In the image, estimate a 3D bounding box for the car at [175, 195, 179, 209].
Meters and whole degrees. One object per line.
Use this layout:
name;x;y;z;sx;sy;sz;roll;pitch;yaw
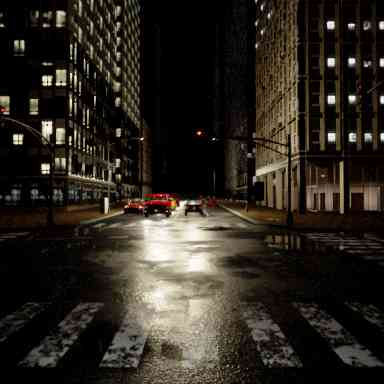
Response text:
car;-3.056;1.493;41.514;1.882;1.535;5.008;0;0;0

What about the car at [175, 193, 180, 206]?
car;-3.038;1.241;52.012;2.150;2.045;5.566;0;0;0

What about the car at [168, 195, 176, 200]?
car;-5.579;1.605;95.083;1.947;1.339;4.313;1;0;0

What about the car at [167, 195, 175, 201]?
car;-5.585;1.587;89.508;2.008;1.369;4.403;1;0;0

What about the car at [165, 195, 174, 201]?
car;-5.590;1.578;83.933;1.887;1.381;4.507;1;0;0

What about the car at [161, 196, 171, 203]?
car;-5.602;1.573;72.782;1.887;1.381;4.507;1;0;0

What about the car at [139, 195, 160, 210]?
car;-5.626;1.332;44.907;2.192;1.841;5.009;1;0;0

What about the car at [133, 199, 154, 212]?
car;-5.637;1.597;39.332;1.802;1.307;4.206;1;0;0

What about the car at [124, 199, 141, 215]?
car;-5.640;1.453;33.756;1.967;1.590;4.097;1;0;0

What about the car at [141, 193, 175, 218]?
car;-3.062;1.233;31.086;2.150;2.045;5.566;0;0;0

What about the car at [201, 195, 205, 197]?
car;2.762;1.547;56.286;1.752;1.417;4.829;1;0;0

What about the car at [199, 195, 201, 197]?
car;2.767;1.590;61.693;1.947;1.339;4.313;1;0;0

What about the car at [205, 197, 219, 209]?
car;2.749;1.599;44.960;1.802;1.307;4.206;1;0;0

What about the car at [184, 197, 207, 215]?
car;0.169;1.560;34.254;2.033;1.411;5.357;0;0;0
